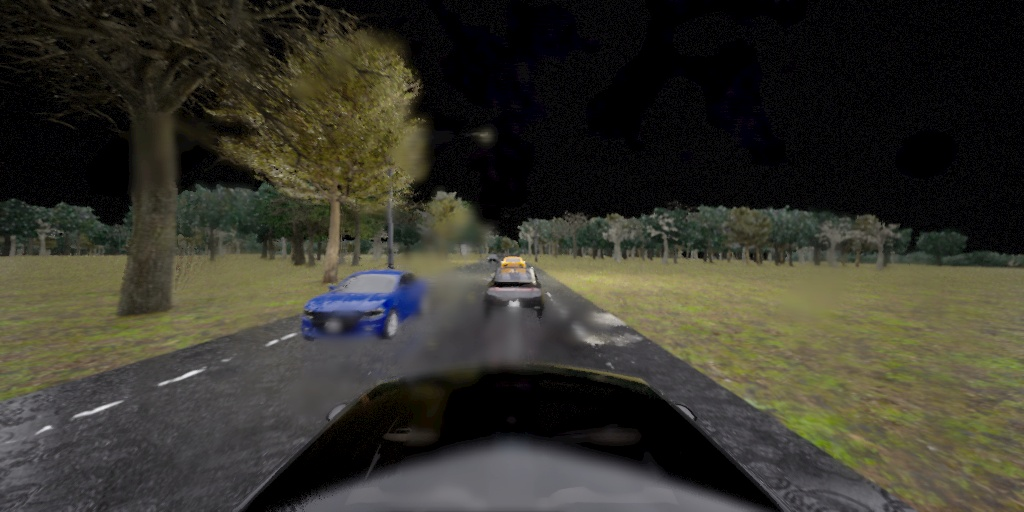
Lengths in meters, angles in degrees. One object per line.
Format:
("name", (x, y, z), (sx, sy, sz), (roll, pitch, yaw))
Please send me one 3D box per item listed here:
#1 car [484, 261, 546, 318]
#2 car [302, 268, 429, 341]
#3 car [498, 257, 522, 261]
("car", (0.100, 1.126, 12.460), (2.128, 1.511, 4.902), (1, 1, 0))
("car", (-3.617, 1.117, 9.741), (1.882, 1.535, 5.008), (1, 1, 0))
("car", (0.096, 0.831, 29.396), (1.882, 1.535, 5.008), (0, 1, 0))
